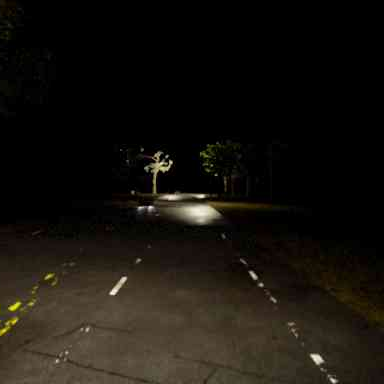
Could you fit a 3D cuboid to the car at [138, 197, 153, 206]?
[{"bbox_3d":[-7.174,1.461,52.074,1.812,1.442,4.674,1,0,0],"label":"car"}]
